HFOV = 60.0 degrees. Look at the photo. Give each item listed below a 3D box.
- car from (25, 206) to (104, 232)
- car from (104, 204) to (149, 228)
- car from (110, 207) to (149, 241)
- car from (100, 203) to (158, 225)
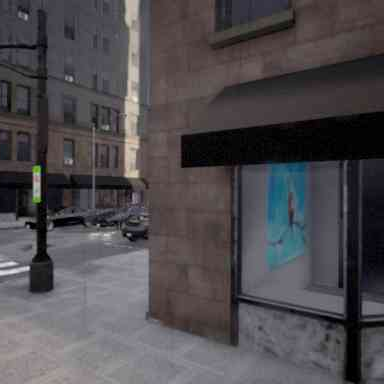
[{"bbox_3d":[-7.915,1.558,20.417,1.947,1.339,4.313,0,0,35],"label":"car"},{"bbox_3d":[-3.937,1.550,21.636,2.033,1.411,5.357,0,0,35],"label":"car"},{"bbox_3d":[-1.373,1.570,15.770,2.008,1.369,4.403,0,0,35],"label":"car"},{"bbox_3d":[-4.625,1.578,25.049,1.802,1.307,4.206,0,0,35],"label":"car"}]
